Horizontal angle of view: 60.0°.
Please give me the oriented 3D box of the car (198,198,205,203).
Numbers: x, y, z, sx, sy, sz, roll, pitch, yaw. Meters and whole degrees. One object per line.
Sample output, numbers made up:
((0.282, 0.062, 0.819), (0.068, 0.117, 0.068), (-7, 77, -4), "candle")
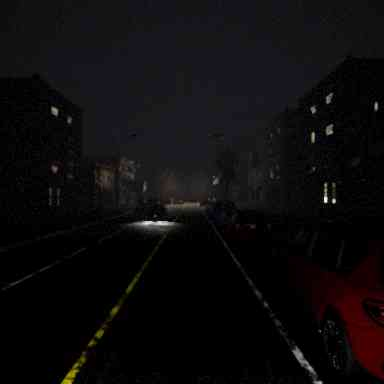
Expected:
((2.734, 2.419, 94.246), (1.947, 1.339, 4.313), (-1, -1, 0), "car")

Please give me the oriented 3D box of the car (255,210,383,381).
((2.687, 1.366, 5.478), (2.192, 1.841, 5.009), (-1, -1, 0), "car")

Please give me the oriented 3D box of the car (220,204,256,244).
((2.694, 1.592, 16.573), (1.967, 1.590, 4.097), (-1, -1, 0), "car")

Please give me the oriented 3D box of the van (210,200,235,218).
((2.699, 1.594, 27.671), (1.690, 1.788, 3.998), (-1, -1, 0), "van")

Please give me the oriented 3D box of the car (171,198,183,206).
((-2.966, 2.167, 71.217), (1.812, 1.442, 4.674), (0, -1, 0), "car")

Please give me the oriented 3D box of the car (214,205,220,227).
((2.699, 1.784, 22.120), (1.802, 1.307, 4.206), (-1, -1, 0), "car")

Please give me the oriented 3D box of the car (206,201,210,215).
((2.704, 1.848, 33.217), (1.887, 1.381, 4.507), (-1, -1, 0), "car")

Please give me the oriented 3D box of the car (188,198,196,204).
((0.039, 2.122, 80.896), (1.812, 1.442, 4.674), (0, -1, 0), "car")

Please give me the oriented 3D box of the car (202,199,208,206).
((2.709, 1.985, 44.313), (1.802, 1.307, 4.206), (-1, -1, 0), "car")

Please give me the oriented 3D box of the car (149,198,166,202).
((-5.671, 1.769, 49.866), (2.192, 1.841, 5.009), (-1, -1, 0), "car")

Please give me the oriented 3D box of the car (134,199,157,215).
((-5.674, 1.904, 38.767), (2.008, 1.369, 4.403), (-1, -1, 0), "car")

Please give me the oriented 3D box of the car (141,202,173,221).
((-3.082, 1.836, 29.820), (1.994, 1.385, 4.181), (0, -1, 0), "car")

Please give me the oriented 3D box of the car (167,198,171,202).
((-5.656, 2.144, 77.605), (1.967, 1.590, 4.097), (-1, -1, 0), "car")

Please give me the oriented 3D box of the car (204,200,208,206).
((2.706, 1.935, 38.765), (1.802, 1.307, 4.206), (-1, -1, 0), "car")

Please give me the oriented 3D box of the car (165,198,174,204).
((-5.652, 2.299, 83.152), (1.887, 1.381, 4.507), (-1, -1, 0), "car")

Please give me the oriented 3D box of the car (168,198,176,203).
((-5.646, 2.435, 94.248), (1.802, 1.307, 4.206), (-1, -1, 0), "car")

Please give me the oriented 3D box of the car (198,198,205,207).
((2.382, 2.091, 62.237), (1.812, 1.442, 4.674), (0, -1, 0), "car")
